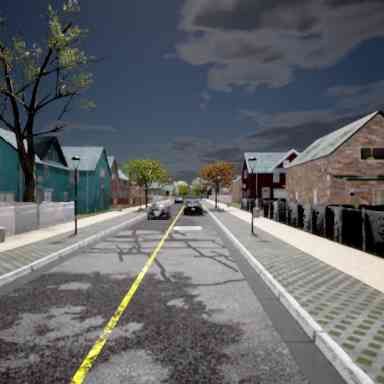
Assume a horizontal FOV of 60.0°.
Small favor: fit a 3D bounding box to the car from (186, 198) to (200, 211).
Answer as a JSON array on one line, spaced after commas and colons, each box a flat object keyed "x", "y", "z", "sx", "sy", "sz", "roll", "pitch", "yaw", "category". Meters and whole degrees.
[{"x": 0.100, "y": 1.662, "z": 45.335, "sx": 1.837, "sy": 1.490, "sz": 4.892, "roll": 0, "pitch": 0, "yaw": 0, "category": "car"}]

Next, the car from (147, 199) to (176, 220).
[{"x": -2.839, "y": 1.576, "z": 29.605, "sx": 2.128, "sy": 1.511, "sz": 4.902, "roll": 0, "pitch": 0, "yaw": 0, "category": "car"}]

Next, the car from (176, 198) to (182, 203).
[{"x": -2.724, "y": 1.854, "z": 69.817, "sx": 1.994, "sy": 1.385, "sz": 4.181, "roll": 0, "pitch": 0, "yaw": 0, "category": "car"}]

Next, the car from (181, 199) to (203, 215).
[{"x": 0.110, "y": 1.673, "z": 35.310, "sx": 1.994, "sy": 1.385, "sz": 4.181, "roll": 0, "pitch": 0, "yaw": -1, "category": "car"}]
